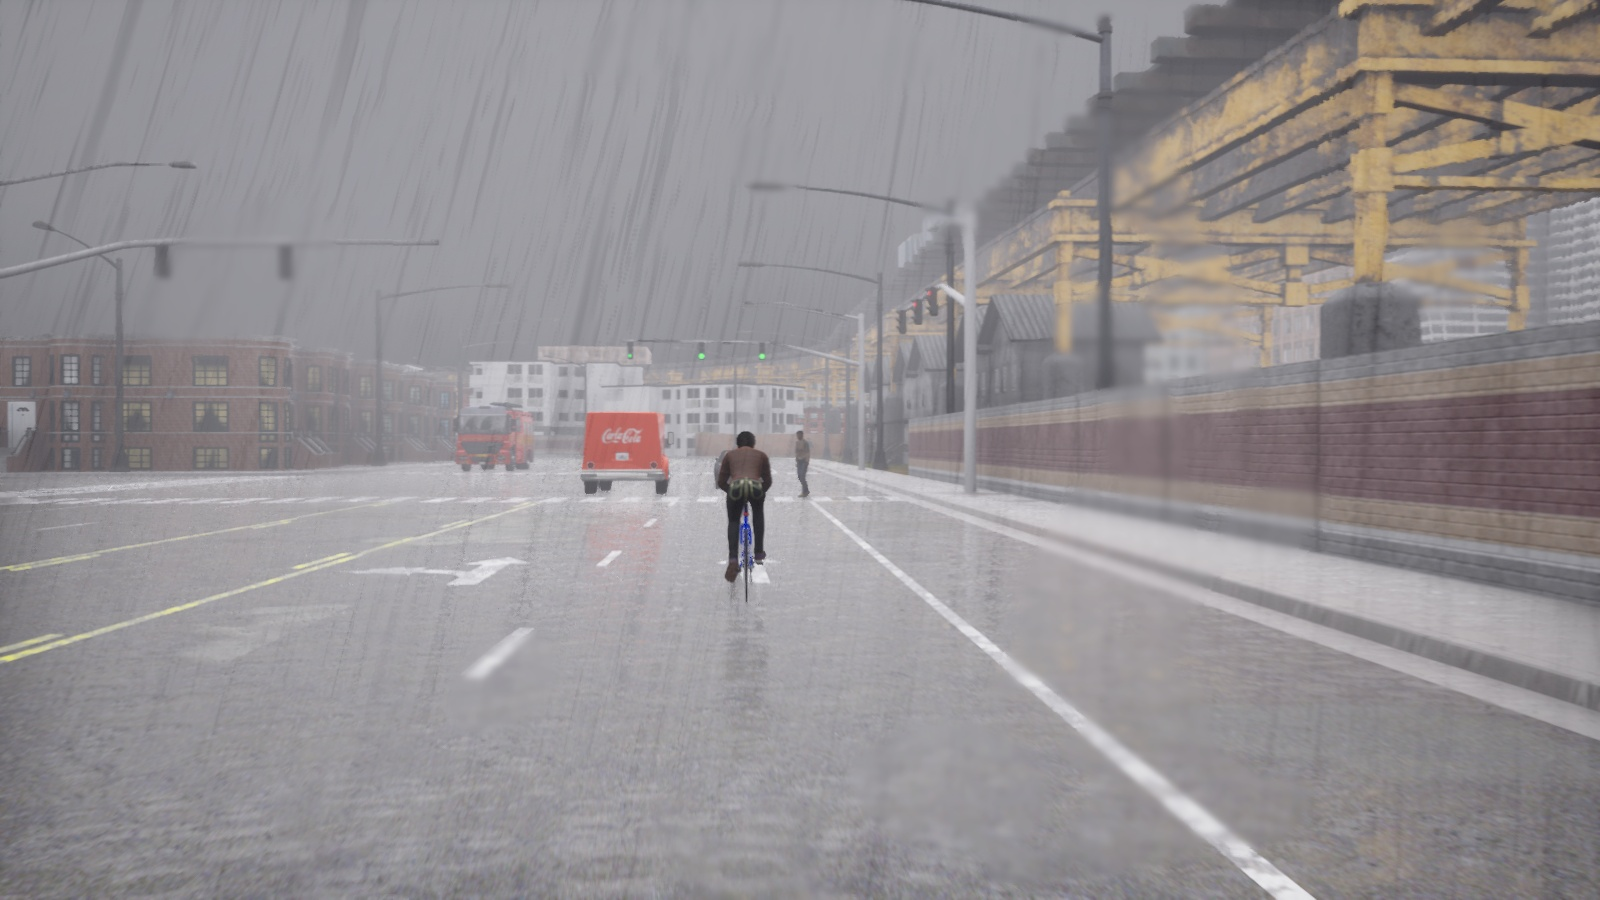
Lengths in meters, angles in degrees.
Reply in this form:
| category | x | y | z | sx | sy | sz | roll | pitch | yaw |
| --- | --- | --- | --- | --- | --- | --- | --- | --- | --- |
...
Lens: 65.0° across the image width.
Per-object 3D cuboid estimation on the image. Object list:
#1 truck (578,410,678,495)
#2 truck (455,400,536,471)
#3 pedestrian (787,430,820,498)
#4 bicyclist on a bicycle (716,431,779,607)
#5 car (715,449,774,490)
| category | x | y | z | sx | sy | sz | roll | pitch | yaw |
| --- | --- | --- | --- | --- | --- | --- | --- | --- | --- |
| truck | -5.235 | 0.057 | 39.060 | 2.627 | 2.467 | 5.204 | 0 | 0 | -3 |
| truck | -17.227 | -0.792 | 71.611 | 2.891 | 3.827 | 8.468 | 0 | 0 | -3 |
| pedestrian | 0.104 | 0.358 | 33.774 | 0.869 | 1.805 | 0.328 | 0 | 0 | -39 |
| bicyclist on a bicycle | -0.519 | 0.636 | 12.395 | 0.582 | 1.620 | 1.656 | 0 | 0 | -3 |
| car | -1.898 | 0.627 | 42.709 | 1.895 | 1.301 | 4.718 | 0 | 0 | -3 |
